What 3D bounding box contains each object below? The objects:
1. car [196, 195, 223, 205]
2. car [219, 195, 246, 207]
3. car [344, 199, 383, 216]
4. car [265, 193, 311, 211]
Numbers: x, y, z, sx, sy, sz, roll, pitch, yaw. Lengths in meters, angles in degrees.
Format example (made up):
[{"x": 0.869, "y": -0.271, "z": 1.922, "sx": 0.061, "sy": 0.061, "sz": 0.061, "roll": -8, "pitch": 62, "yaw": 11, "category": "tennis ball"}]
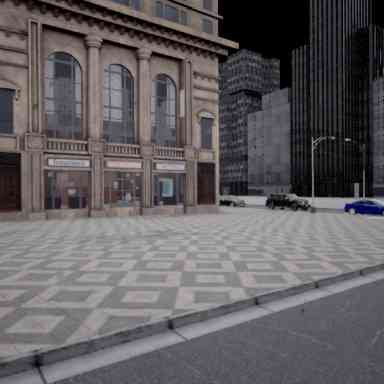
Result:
[{"x": 2.908, "y": 1.313, "z": 56.717, "sx": 1.882, "sy": 1.535, "sz": 5.008, "roll": -1, "pitch": 1, "yaw": -34, "category": "car"}, {"x": 5.557, "y": 1.244, "z": 47.215, "sx": 2.097, "sy": 1.767, "sz": 4.553, "roll": -1, "pitch": 0, "yaw": -34, "category": "car"}, {"x": 16.698, "y": 1.426, "z": 30.714, "sx": 1.882, "sy": 1.535, "sz": 5.008, "roll": -1, "pitch": 1, "yaw": -35, "category": "car"}, {"x": 11.128, "y": 1.142, "z": 38.951, "sx": 2.150, "sy": 2.045, "sz": 5.566, "roll": -1, "pitch": 0, "yaw": -34, "category": "car"}]
